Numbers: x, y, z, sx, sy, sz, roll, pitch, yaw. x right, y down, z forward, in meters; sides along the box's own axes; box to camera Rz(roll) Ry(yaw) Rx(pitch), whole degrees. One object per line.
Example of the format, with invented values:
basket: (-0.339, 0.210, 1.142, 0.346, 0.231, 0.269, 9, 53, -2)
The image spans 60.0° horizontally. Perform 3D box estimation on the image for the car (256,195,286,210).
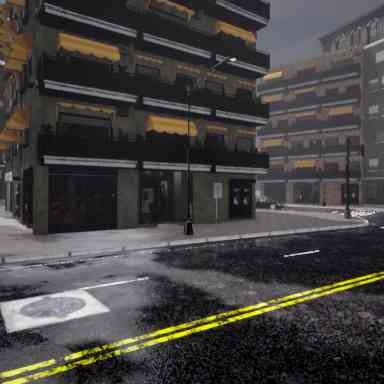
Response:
car: (7.420, 1.160, 34.228, 4.403, 1.369, 2.008, 1, 0, 38)

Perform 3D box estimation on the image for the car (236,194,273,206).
car: (8.324, 1.071, 44.206, 4.403, 1.369, 2.008, 1, 0, 38)
